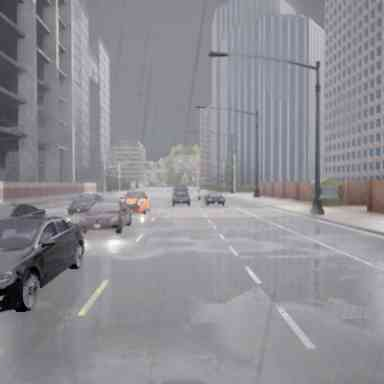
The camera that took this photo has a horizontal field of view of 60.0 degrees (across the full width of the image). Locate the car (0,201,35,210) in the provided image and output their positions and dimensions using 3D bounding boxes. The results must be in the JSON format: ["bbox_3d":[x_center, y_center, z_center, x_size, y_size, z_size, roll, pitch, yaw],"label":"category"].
[{"bbox_3d":[-7.542,1.178,13.297,1.882,1.535,5.008,0,1,-2],"label":"car"}]

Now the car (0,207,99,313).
[{"bbox_3d":[-3.821,1.323,7.377,2.128,1.511,4.902,0,1,-2],"label":"car"}]

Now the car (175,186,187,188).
[{"bbox_3d":[-1.594,0.114,47.332,2.150,2.045,5.566,0,1,-2],"label":"car"}]

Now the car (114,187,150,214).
[{"bbox_3d":[-4.499,0.744,26.217,2.097,1.767,4.553,0,1,-2],"label":"car"}]

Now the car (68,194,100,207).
[{"bbox_3d":[-7.979,0.917,25.502,1.837,1.490,4.892,0,2,-2],"label":"car"}]

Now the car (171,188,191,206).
[{"bbox_3d":[-1.149,0.666,35.284,2.128,1.511,4.902,0,1,-2],"label":"car"}]

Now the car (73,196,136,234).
[{"bbox_3d":[-4.155,1.142,16.602,1.812,1.442,4.674,0,1,-2],"label":"car"}]

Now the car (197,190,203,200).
[{"bbox_3d":[1.809,0.388,48.363,1.812,1.442,4.674,0,1,-2],"label":"car"}]

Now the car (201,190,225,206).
[{"bbox_3d":[2.341,0.760,35.590,1.895,1.301,4.718,0,1,-2],"label":"car"}]
